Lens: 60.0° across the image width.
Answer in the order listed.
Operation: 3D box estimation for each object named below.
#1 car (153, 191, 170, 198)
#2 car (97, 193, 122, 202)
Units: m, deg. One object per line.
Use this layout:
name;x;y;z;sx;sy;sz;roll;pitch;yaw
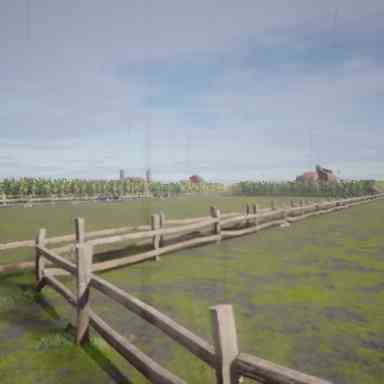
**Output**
car;-6.634;0.540;72.015;1.837;1.490;4.892;1;1;28
car;-14.403;0.905;58.245;1.837;1.490;4.892;1;1;31
